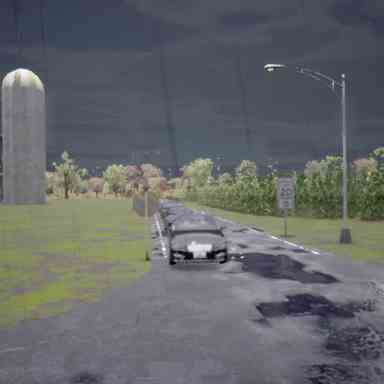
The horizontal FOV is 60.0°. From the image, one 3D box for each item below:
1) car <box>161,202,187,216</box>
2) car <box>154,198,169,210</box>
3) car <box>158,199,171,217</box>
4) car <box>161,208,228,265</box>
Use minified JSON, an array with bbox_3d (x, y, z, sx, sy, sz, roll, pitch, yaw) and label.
[{"bbox_3d":[-0.862,1.650,22.212,1.994,1.385,4.181,-1,0,-7],"label":"car"},{"bbox_3d":[-4.428,1.655,48.190,1.882,1.535,5.008,-1,0,-8],"label":"car"},{"bbox_3d":[-2.019,1.664,31.016,2.033,1.411,5.357,-1,0,-8],"label":"car"},{"bbox_3d":[0.109,1.548,12.019,2.128,1.511,4.902,-1,0,-3],"label":"car"}]
